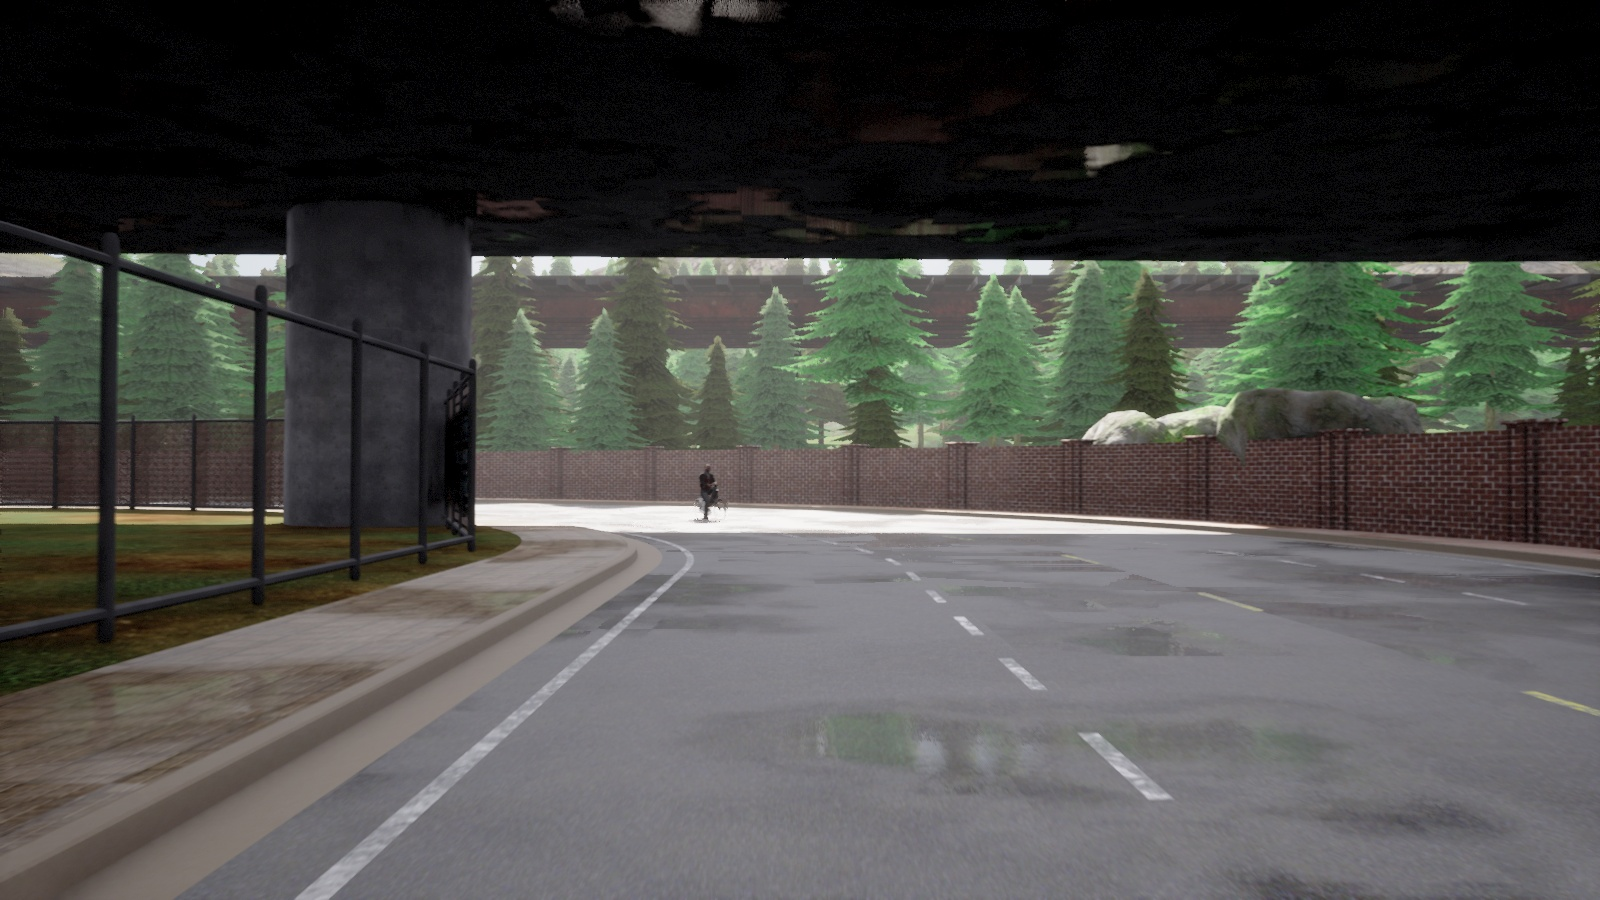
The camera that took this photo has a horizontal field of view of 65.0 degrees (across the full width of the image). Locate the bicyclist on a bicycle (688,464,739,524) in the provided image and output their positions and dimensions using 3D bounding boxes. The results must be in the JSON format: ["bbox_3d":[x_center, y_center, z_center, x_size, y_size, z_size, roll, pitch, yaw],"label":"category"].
[{"bbox_3d":[-2.676,1.344,38.686,0.659,1.776,1.843,0,-1,-36],"label":"bicyclist on a bicycle"}]
